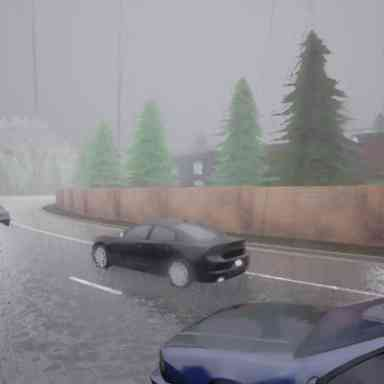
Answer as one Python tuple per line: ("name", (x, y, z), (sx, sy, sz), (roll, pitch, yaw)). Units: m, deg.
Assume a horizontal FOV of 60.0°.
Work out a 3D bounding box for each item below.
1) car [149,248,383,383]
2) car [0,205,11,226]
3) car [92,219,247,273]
("car", (2.196, 1.563, 2.445), (5.357, 1.411, 2.033), (0, 0, 36))
("car", (-13.628, 1.521, 22.468), (2.033, 1.411, 5.357), (0, 0, -38))
("car", (-0.814, 1.490, 9.310), (5.008, 1.535, 1.882), (0, 0, 40))
